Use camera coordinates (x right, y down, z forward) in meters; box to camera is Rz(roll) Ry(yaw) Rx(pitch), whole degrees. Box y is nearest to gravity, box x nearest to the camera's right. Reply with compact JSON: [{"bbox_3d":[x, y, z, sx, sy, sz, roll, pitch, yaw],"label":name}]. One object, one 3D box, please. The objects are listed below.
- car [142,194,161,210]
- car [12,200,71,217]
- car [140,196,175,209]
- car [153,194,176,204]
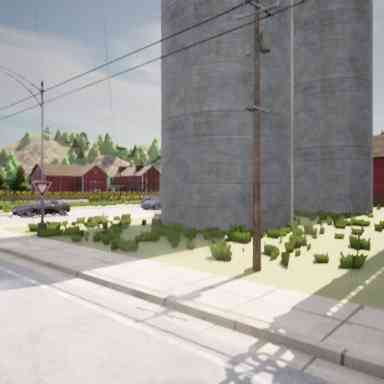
[{"bbox_3d":[-3.912,1.305,40.242,2.097,1.767,4.553,0,0,41],"label":"car"},{"bbox_3d":[-13.267,1.459,29.544,2.128,1.511,4.902,0,0,41],"label":"car"},{"bbox_3d":[-4.778,1.427,45.508,4.611,1.667,2.242,0,0,42],"label":"car"},{"bbox_3d":[-5.420,1.234,64.788,4.605,1.855,1.932,0,0,42],"label":"car"}]
